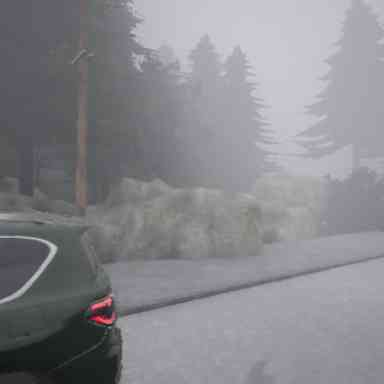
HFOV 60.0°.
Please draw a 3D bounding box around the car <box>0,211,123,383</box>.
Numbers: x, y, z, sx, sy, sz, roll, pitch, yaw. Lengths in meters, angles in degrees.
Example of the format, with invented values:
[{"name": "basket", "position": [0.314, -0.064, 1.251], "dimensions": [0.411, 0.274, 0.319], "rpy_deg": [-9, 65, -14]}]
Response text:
[{"name": "car", "position": [-3.241, 1.200, 2.241], "dimensions": [5.566, 2.045, 2.150], "rpy_deg": [1, 0, -36]}]
